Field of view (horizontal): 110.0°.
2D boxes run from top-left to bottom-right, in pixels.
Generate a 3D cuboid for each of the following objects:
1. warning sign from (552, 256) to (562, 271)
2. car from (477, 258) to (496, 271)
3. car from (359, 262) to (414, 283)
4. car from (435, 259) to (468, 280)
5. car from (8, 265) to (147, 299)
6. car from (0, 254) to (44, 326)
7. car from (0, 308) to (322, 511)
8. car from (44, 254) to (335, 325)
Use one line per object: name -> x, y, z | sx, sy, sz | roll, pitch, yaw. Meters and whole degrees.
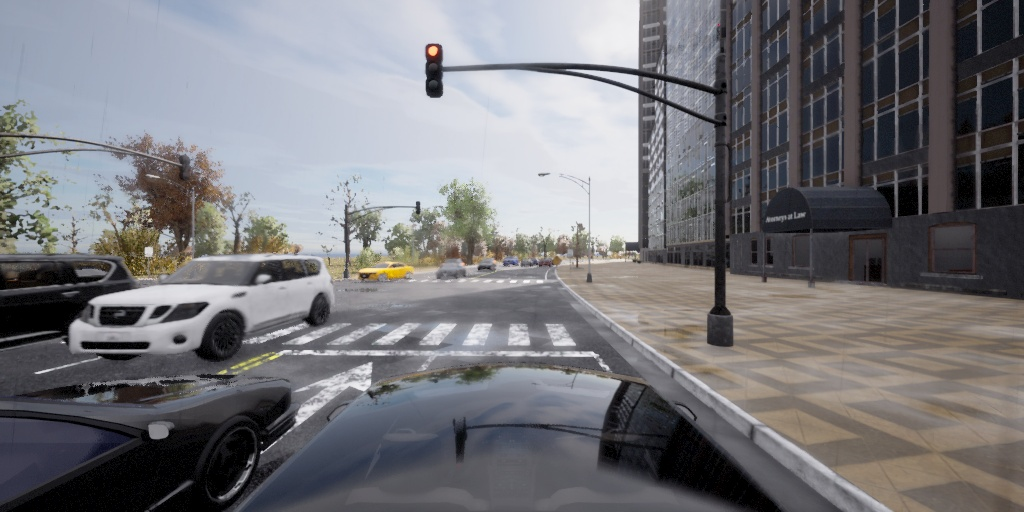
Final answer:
warning sign -> 5.525, 0.868, 43.921 | 1.300, 1.860, 1.060 | 0, 0, 7
car -> -3.387, 1.255, 48.314 | 1.837, 1.490, 4.892 | 0, 0, 8
car -> -9.912, 1.223, 28.667 | 1.882, 1.535, 5.008 | 0, 0, 23
car -> -5.218, 1.273, 31.535 | 1.812, 1.442, 4.674 | 0, 0, 5
car -> -21.831, 1.275, 18.126 | 5.008, 1.535, 1.882 | 0, 0, 4
car -> -9.782, 0.970, 6.082 | 2.150, 2.045, 5.566 | 0, 0, 1
car -> -3.128, 1.298, 1.222 | 2.033, 1.411, 5.357 | 0, 0, 1
car -> -6.465, 0.970, 8.611 | 2.150, 2.045, 5.566 | 0, 0, 1
